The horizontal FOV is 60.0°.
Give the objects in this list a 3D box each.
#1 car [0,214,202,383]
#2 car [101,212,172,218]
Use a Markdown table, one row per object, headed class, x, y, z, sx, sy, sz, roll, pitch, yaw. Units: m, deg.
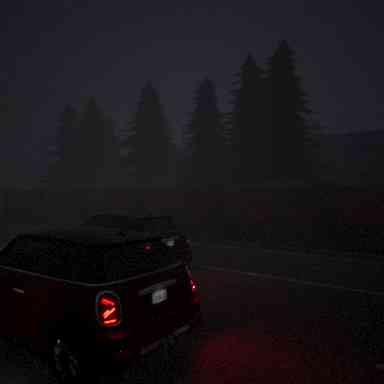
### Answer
| class | x | y | z | sx | sy | sz | roll | pitch | yaw |
| --- | --- | --- | --- | --- | --- | --- | --- | --- | --- |
| car | -2.149 | 1.367 | 5.524 | 4.553 | 1.767 | 2.097 | 0 | 0 | 35 |
| car | -2.272 | 1.374 | 9.910 | 4.553 | 1.767 | 2.097 | 0 | 0 | 36 |
